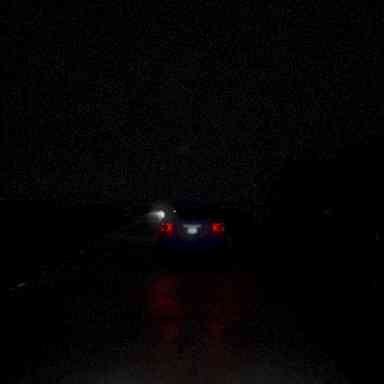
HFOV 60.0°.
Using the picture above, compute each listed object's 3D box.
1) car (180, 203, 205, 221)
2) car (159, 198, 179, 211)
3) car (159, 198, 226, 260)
[{"bbox_3d":[0.045,1.620,28.069,1.895,1.301,4.718,0,0,1],"label":"car"},{"bbox_3d":[-2.787,1.532,41.502,2.128,1.511,4.902,0,0,1],"label":"car"},{"bbox_3d":[0.041,1.227,12.569,2.150,2.045,5.566,0,0,1],"label":"car"}]
